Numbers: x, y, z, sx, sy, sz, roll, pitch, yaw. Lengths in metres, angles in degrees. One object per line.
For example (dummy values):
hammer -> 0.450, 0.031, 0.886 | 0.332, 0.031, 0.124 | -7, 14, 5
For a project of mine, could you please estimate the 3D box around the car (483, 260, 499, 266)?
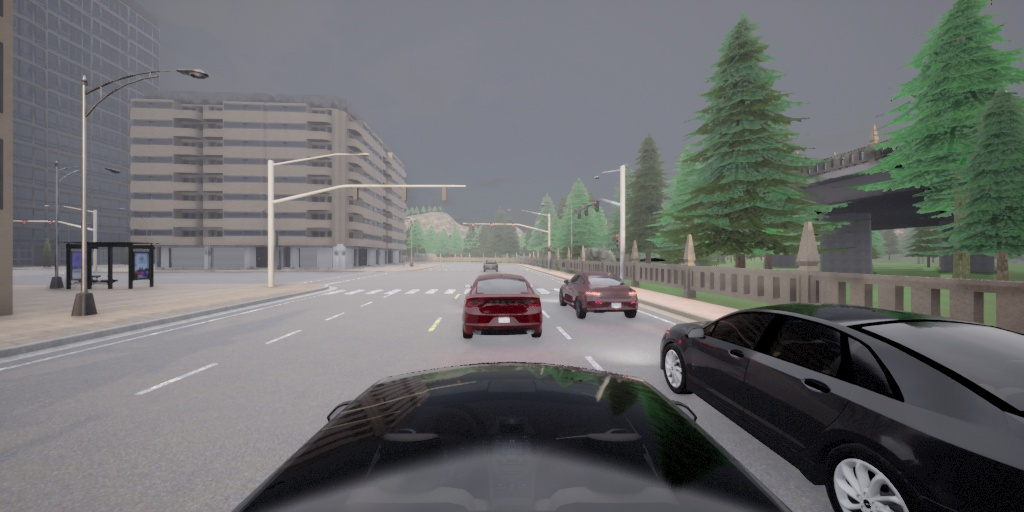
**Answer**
car -> -2.720, 1.239, 45.918 | 2.128, 1.511, 4.902 | 0, 0, -4

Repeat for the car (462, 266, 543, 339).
car -> -0.342, 1.227, 10.178 | 1.882, 1.535, 5.008 | 0, 0, -4

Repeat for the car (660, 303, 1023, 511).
car -> 3.257, 1.255, 3.763 | 1.837, 1.490, 4.892 | 0, 0, 0

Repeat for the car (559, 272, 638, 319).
car -> 2.920, 1.275, 12.753 | 1.812, 1.442, 4.674 | 0, 0, -3
